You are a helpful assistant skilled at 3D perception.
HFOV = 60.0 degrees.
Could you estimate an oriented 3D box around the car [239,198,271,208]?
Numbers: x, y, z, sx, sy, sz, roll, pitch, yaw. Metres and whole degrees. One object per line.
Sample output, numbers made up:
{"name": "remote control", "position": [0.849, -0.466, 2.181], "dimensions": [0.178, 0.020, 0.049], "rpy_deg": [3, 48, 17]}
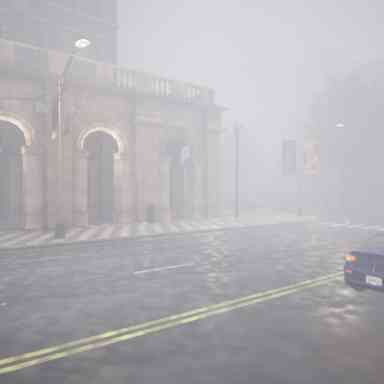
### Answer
{"name": "car", "position": [8.865, 1.514, 47.111], "dimensions": [1.994, 1.385, 4.181], "rpy_deg": [0, 0, -36]}

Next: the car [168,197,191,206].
{"name": "car", "position": [-2.204, 1.519, 56.514], "dimensions": [1.994, 1.385, 4.181], "rpy_deg": [0, 0, -36]}

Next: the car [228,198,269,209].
{"name": "car", "position": [6.997, 1.502, 43.709], "dimensions": [2.033, 1.411, 5.357], "rpy_deg": [0, 0, -36]}

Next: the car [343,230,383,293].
{"name": "car", "position": [5.325, 1.513, 7.663], "dimensions": [4.674, 1.442, 1.812], "rpy_deg": [0, 0, -36]}

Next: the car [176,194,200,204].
{"name": "car", "position": [-0.824, 1.302, 60.620], "dimensions": [2.097, 1.767, 4.553], "rpy_deg": [0, 0, -35]}
